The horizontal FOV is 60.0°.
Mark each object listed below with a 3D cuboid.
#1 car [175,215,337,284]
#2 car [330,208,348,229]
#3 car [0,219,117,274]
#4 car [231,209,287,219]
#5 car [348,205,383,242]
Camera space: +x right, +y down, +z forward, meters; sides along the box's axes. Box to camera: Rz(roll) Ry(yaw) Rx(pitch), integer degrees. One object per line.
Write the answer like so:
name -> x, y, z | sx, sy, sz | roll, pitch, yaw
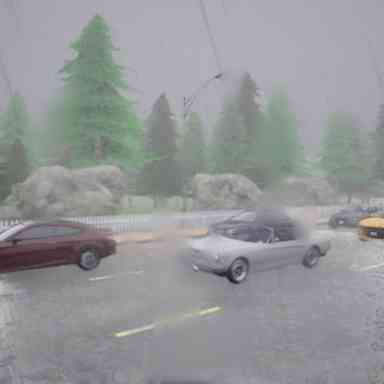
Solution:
car -> 1.893, 1.574, 9.626 | 4.718, 1.301, 1.895 | 0, 0, -35
car -> 9.956, 1.490, 19.670 | 4.181, 1.385, 1.994 | 0, 0, -35
car -> -4.467, 1.520, 9.438 | 4.674, 1.442, 1.812 | 0, 0, -35
car -> 2.822, 1.486, 14.593 | 4.674, 1.442, 1.812 | 0, 0, -35
car -> 9.417, 1.416, 14.982 | 5.008, 1.535, 1.882 | 0, 0, -35
